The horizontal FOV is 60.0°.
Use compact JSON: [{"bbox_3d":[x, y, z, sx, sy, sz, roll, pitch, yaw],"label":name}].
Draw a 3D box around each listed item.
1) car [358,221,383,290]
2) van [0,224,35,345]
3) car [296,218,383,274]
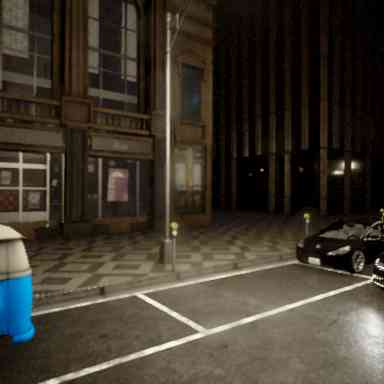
[{"bbox_3d":[6.062,1.465,7.623,4.892,1.490,1.837,0,0,-35],"label":"car"},{"bbox_3d":[-4.011,1.347,3.890,3.998,1.788,1.690,0,1,-35],"label":"van"},{"bbox_3d":[5.146,1.520,10.425,4.313,1.339,1.947,0,1,-35],"label":"car"}]
